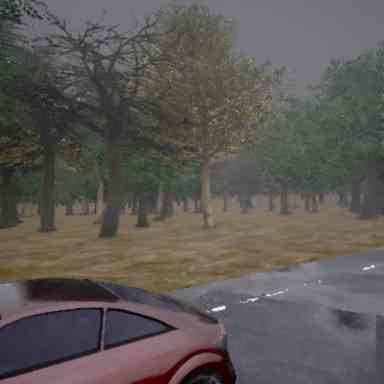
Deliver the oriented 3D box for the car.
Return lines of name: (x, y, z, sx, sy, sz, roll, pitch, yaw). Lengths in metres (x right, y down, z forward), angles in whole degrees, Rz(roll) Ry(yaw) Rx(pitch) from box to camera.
car: (-1.611, 1.568, 2.895, 4.181, 1.385, 1.994, 0, 0, -36)
